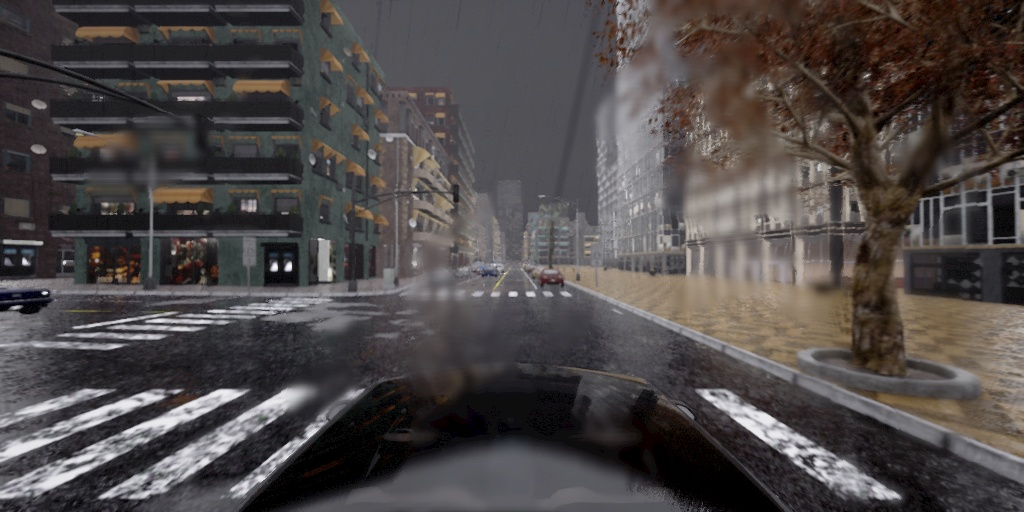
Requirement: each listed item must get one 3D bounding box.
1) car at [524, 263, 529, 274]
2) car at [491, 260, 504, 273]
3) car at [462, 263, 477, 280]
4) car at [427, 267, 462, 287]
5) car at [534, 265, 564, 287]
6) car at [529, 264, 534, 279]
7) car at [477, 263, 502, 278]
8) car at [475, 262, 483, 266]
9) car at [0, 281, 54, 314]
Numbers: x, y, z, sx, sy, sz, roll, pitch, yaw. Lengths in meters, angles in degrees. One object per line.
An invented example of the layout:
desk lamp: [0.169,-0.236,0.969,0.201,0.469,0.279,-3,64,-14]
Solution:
car: [3.244,2.067,55.556,1.802,1.307,4.207,0,0,1]
car: [-2.421,1.666,58.473,2.150,2.045,5.566,0,-1,1]
car: [-5.301,1.817,39.044,2.007,1.370,4.403,0,0,1]
car: [-5.410,1.664,27.980,2.007,1.370,4.403,0,0,1]
car: [2.970,1.641,27.897,1.888,1.381,4.507,0,0,1]
car: [3.081,1.775,39.131,1.751,1.417,4.829,0,0,1]
car: [-2.578,1.857,42.671,2.033,1.411,5.357,0,-1,1]
car: [-5.191,1.863,50.107,1.967,1.591,4.097,0,0,1]
car: [-17.749,1.284,11.273,4.718,1.301,1.895,1,-1,0]
